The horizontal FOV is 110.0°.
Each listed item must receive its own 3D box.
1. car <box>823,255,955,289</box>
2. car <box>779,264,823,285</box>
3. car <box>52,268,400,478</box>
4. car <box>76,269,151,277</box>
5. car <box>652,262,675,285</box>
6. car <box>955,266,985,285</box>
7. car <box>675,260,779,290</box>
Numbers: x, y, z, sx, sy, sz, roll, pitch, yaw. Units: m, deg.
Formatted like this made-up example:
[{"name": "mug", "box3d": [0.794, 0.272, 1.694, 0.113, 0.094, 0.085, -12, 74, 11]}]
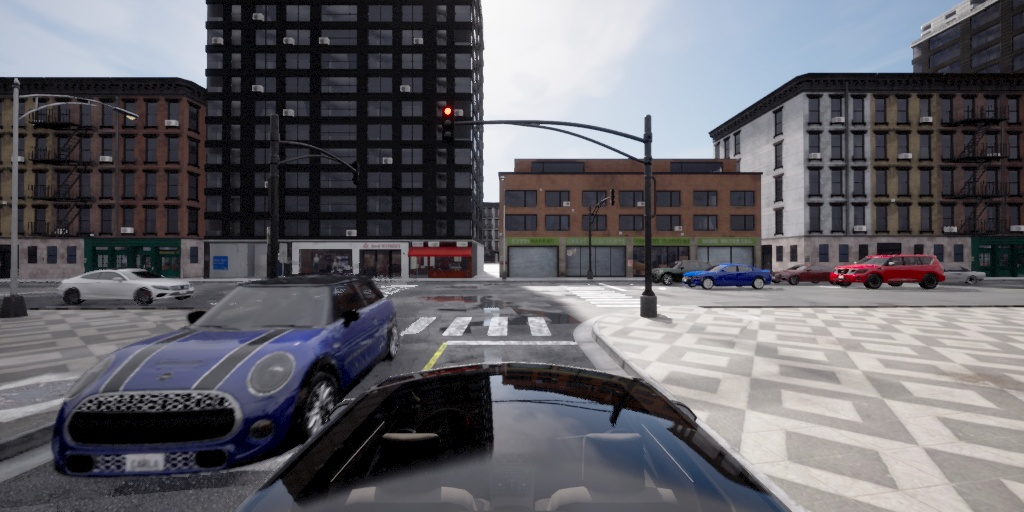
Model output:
[{"name": "car", "box3d": [23.031, 0.937, 22.084, 5.566, 2.045, 2.150, 0, 0, 0]}, {"name": "car", "box3d": [20.794, 1.272, 25.312, 4.674, 1.442, 1.812, 0, 0, 0]}, {"name": "car", "box3d": [-3.161, 1.103, 5.184, 2.097, 1.767, 4.553, 0, 0, -4]}, {"name": "car", "box3d": [-16.347, 1.264, 15.264, 4.674, 1.442, 1.812, 0, 0, 0]}, {"name": "car", "box3d": [11.967, 1.117, 25.301, 4.553, 1.767, 2.097, 0, 0, 0]}, {"name": "car", "box3d": [29.998, 1.328, 25.345, 4.718, 1.301, 1.895, 0, 0, 0]}, {"name": "car", "box3d": [13.105, 1.213, 22.043, 5.008, 1.535, 1.882, 0, 0, -2]}]
